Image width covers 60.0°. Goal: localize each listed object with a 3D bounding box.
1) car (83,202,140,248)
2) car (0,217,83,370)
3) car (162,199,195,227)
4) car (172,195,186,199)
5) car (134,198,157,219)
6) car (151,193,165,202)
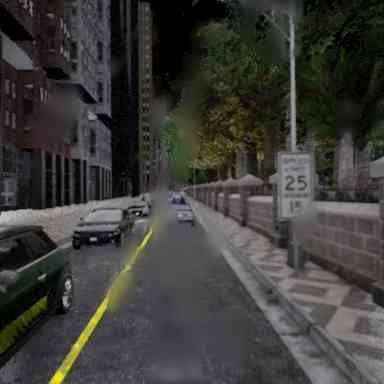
[{"bbox_3d":[-3.671,1.426,14.553,1.882,1.535,5.008,0,0,-2],"label":"car"},{"bbox_3d":[-3.237,1.355,4.461,2.097,1.767,4.553,0,0,-2],"label":"car"},{"bbox_3d":[-0.786,1.424,22.002,2.033,1.411,5.357,0,0,-2],"label":"car"},{"bbox_3d":[-1.886,1.165,47.195,1.882,1.535,5.008,0,0,-2],"label":"car"},{"bbox_3d":[-4.201,1.432,27.208,1.994,1.385,4.181,0,0,-2],"label":"car"},{"bbox_3d":[-5.148,0.986,50.973,1.837,1.490,4.892,0,1,-2],"label":"car"}]
